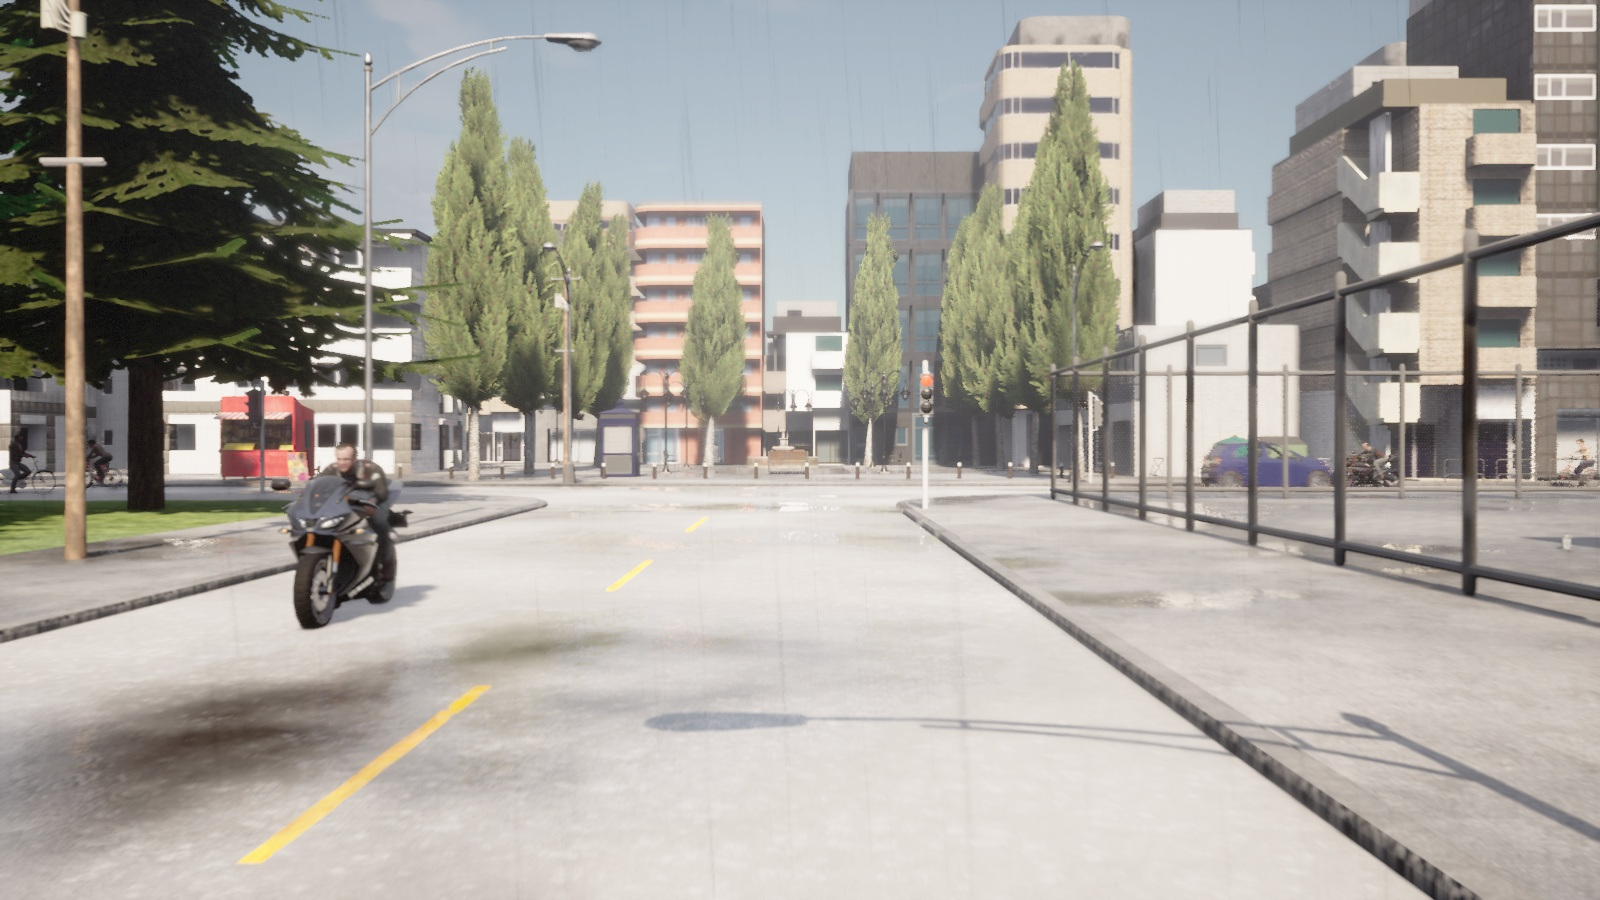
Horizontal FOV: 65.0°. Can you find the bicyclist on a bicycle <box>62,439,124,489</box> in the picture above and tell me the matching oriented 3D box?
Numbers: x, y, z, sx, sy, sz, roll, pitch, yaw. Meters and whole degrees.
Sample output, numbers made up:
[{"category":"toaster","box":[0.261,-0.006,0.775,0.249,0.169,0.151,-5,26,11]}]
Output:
[{"category":"bicyclist on a bicycle","box":[-22.984,0.451,40.828,1.656,1.620,0.582,0,0,0]}]

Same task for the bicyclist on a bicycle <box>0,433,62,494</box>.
[{"category":"bicyclist on a bicycle","box":[-22.775,0.391,36.847,1.843,1.776,0.659,0,0,1]}]

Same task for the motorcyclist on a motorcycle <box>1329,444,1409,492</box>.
[{"category":"motorcyclist on a motorcycle","box":[18.429,0.567,40.676,2.191,1.530,0.866,0,0,0]}]

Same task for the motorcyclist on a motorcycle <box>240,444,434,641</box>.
[{"category":"motorcyclist on a motorcycle","box":[-3.935,0.717,10.902,0.866,1.530,2.191,0,0,0]}]

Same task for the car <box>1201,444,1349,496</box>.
[{"category":"car","box":[13.820,0.565,36.700,3.633,1.501,1.845,0,0,0]}]

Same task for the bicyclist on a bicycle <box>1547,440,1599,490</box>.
[{"category":"bicyclist on a bicycle","box":[25.207,0.474,40.645,1.509,1.612,0.866,0,0,1]}]
